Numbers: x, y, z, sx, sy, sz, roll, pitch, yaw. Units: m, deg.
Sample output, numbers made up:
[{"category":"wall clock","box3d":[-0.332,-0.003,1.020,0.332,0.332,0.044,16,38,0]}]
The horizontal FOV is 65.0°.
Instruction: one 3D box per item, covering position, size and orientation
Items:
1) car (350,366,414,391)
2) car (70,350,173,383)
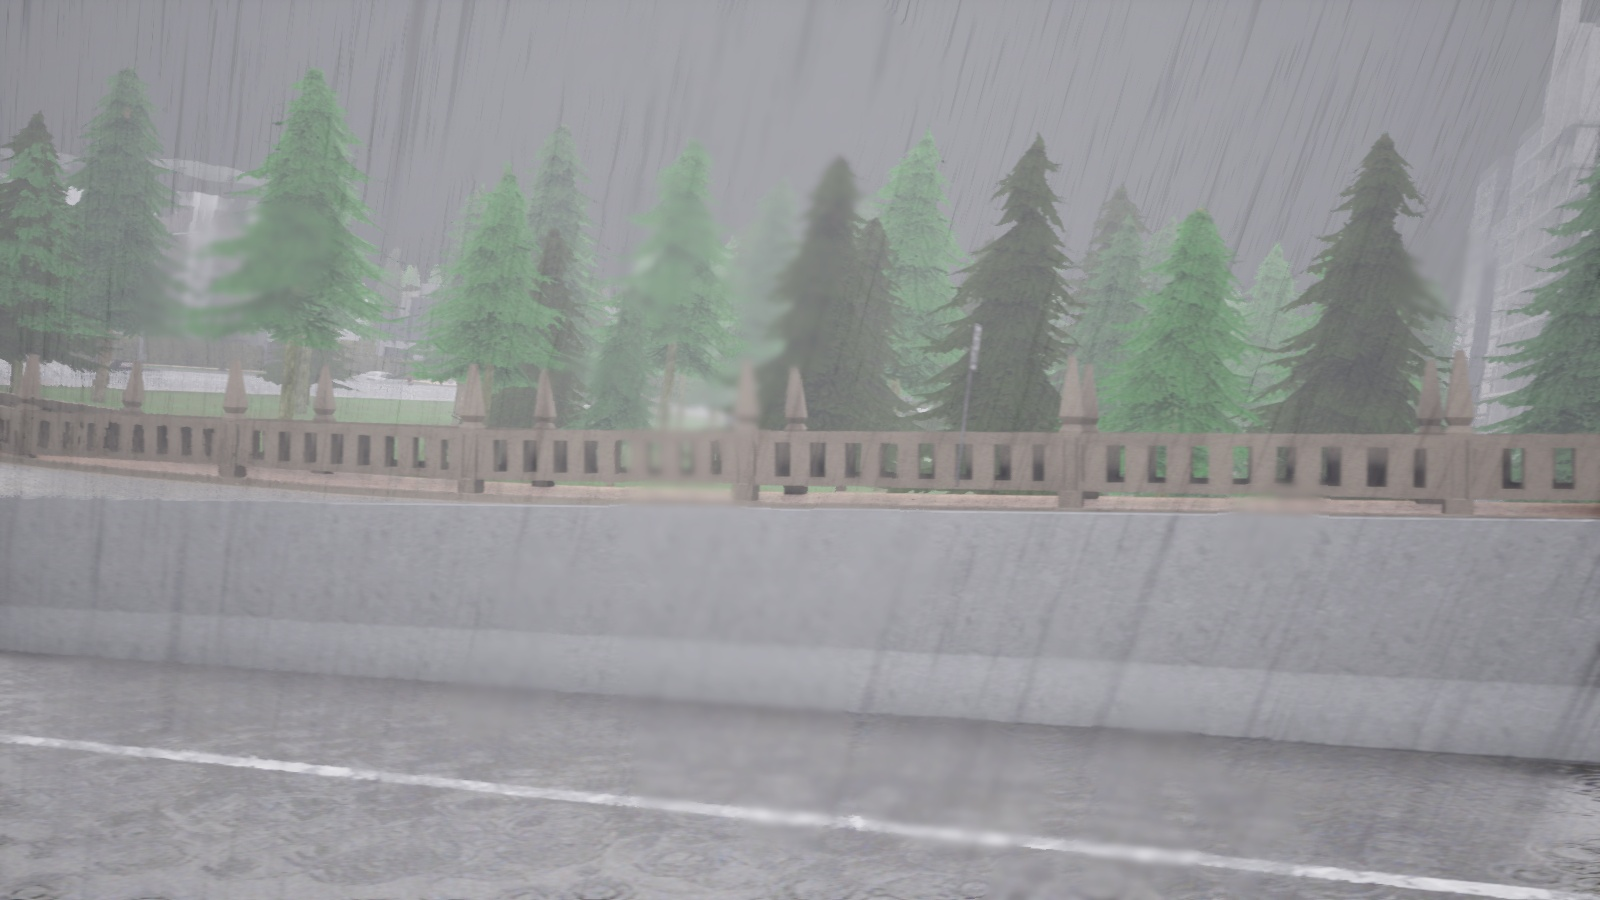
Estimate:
[{"category":"car","box3d":[-30.855,-5.285,92.790,1.812,1.442,4.674,8,3,20]},{"category":"car","box3d":[-36.405,-4.466,67.497,1.895,1.301,4.718,8,3,20]}]
